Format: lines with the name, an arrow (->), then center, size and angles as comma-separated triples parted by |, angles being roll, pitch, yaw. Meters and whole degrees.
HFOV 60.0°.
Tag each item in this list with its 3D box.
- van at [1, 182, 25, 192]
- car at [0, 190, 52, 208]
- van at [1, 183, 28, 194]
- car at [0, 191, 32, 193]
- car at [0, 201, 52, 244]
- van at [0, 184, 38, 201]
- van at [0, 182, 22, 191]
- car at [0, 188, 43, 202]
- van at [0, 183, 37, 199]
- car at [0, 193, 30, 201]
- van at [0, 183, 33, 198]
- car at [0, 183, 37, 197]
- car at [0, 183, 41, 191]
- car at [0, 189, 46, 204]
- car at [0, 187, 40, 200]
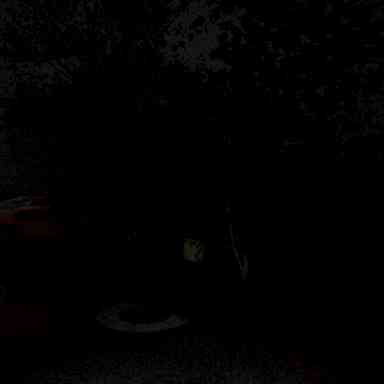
van -> -39.297, -1.036, 73.029 | 4.442, 1.987, 1.878 | 1, 1, -30
car -> -16.200, 0.663, 31.889 | 4.792, 1.488, 2.163 | 1, 2, -30
van -> -33.844, -0.711, 63.388 | 4.442, 1.987, 1.878 | 1, 1, -30
car -> -12.249, 0.945, 24.583 | 5.366, 1.575, 1.946 | 1, 2, -30
car -> -6.703, 1.367, 15.141 | 5.008, 1.535, 2.097 | 1, 2, -30
van -> -21.702, 0.024, 41.463 | 4.442, 1.987, 1.878 | 1, 1, -30
van -> -42.231, -1.202, 77.741 | 4.442, 1.987, 1.878 | 1, 1, -30
car -> -20.235, 0.368, 39.141 | 4.792, 1.488, 2.163 | 1, 1, -30
van -> -24.240, -0.138, 46.407 | 4.442, 1.987, 1.878 | 1, 1, -30
car -> -8.030, 1.137, 17.566 | 4.553, 1.767, 2.185 | 1, 2, -30
van -> -25.806, -0.223, 48.703 | 4.442, 1.987, 1.878 | 1, 1, -30
car -> -27.091, -0.328, 51.156 | 5.566, 2.045, 2.435 | 1, 1, -30
car -> -14.780, 0.489, 29.501 | 5.566, 2.045, 2.435 | 1, 2, -30
car -> -18.937, 0.457, 36.845 | 4.792, 1.488, 2.163 | 1, 2, -29
car -> -22.980, 0.167, 43.947 | 5.008, 1.535, 2.097 | 1, 1, -30
